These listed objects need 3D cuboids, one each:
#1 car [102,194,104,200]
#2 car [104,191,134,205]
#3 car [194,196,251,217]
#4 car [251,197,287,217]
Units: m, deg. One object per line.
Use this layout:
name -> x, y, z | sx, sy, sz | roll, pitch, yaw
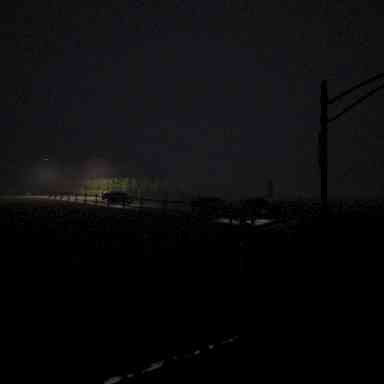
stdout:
car -> -12.886, 0.575, 53.410 | 2.128, 1.511, 4.902 | 0, 1, -35
car -> -8.997, 0.786, 41.733 | 1.837, 1.490, 4.892 | 0, 1, -35
car -> 1.981, 1.102, 26.309 | 1.882, 1.535, 5.008 | 0, 2, -36
car -> 5.509, 1.132, 27.578 | 1.882, 1.535, 5.008 | 0, 1, -34
